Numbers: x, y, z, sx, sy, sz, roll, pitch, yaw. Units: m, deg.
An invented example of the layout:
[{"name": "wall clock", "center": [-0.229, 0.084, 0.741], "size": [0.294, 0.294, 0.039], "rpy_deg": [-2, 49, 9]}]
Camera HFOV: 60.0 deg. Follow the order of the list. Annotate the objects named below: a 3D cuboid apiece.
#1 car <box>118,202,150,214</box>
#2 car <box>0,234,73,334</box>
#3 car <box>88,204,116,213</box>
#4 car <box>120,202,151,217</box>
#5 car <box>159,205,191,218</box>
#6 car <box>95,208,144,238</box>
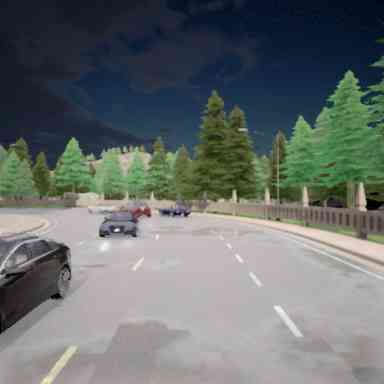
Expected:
[{"name": "car", "center": [-7.874, 2.102, 44.801], "size": [1.837, 1.490, 4.892], "rpy_deg": [1, -1, -43]}, {"name": "car", "center": [-3.674, 1.572, 5.900], "size": [2.128, 1.511, 4.902], "rpy_deg": [0, -1, -1]}, {"name": "car", "center": [-11.973, 2.188, 43.954], "size": [1.895, 1.301, 4.718], "rpy_deg": [1, -1, -43]}, {"name": "car", "center": [-6.169, 1.837, 36.392], "size": [2.097, 1.767, 4.553], "rpy_deg": [0, -1, -30]}, {"name": "car", "center": [-2.004, 2.083, 36.248], "size": [1.895, 1.301, 4.718], "rpy_deg": [0, -1, -28]}, {"name": "car", "center": [-4.059, 1.823, 19.283], "size": [1.994, 1.385, 4.181], "rpy_deg": [0, -1, -5]}]
